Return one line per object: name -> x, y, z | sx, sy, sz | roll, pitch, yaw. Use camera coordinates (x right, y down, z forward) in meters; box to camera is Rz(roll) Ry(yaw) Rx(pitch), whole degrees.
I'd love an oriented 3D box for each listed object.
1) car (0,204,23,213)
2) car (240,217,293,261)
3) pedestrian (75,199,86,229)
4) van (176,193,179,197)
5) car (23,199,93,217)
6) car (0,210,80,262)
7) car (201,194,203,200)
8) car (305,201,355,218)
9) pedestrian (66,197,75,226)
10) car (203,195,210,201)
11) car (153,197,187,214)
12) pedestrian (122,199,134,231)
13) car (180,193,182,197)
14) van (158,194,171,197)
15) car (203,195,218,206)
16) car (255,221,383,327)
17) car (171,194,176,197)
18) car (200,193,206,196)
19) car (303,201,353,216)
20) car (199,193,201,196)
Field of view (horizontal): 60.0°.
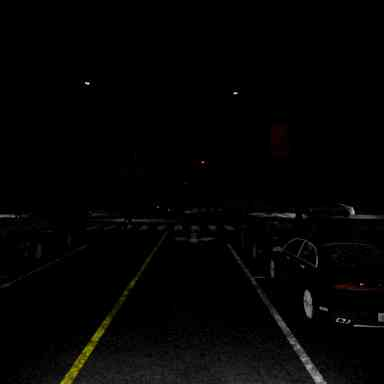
car -> -14.994, 1.361, 30.841 | 4.718, 1.301, 1.895 | 1, 0, -1
car -> 2.825, 1.552, 11.916 | 2.008, 1.369, 4.403 | 0, 0, 0
pedestrian -> -6.572, 1.297, 19.849 | 0.375, 1.860, 0.375 | 0, 0, 0
van -> -4.894, 1.372, 81.778 | 1.690, 1.788, 3.998 | 0, 0, 1
car -> -10.565, 1.323, 27.005 | 4.902, 1.511, 2.128 | 1, 0, 7
car -> -5.700, 1.552, 11.964 | 2.008, 1.369, 4.403 | 0, 0, 0
car -> 3.393, 1.572, 65.123 | 2.008, 1.369, 4.403 | 0, 0, 1
car -> 14.071, 1.816, 33.964 | 4.674, 1.442, 1.812 | 1, 0, 1
pedestrian -> -7.430, 1.188, 20.460 | 0.375, 1.860, 0.375 | 0, 0, 0
car -> 3.711, 1.559, 87.343 | 1.752, 1.417, 4.829 | 0, 0, 1
car -> -2.353, 1.566, 36.314 | 1.994, 1.385, 4.181 | 2, 0, 36
pedestrian -> -3.695, 1.297, 19.223 | 0.375, 1.860, 0.375 | 0, 0, 0
car -> -4.736, 1.352, 92.802 | 2.192, 1.841, 5.009 | 0, 0, 1
van -> -5.210, 1.360, 59.730 | 1.690, 1.788, 3.998 | 0, 0, 1
car -> 3.235, 1.566, 54.098 | 2.008, 1.369, 4.403 | 0, 0, 1
car -> 2.799, 1.551, 6.924 | 2.008, 1.369, 4.403 | 0, 0, 0
car -> -5.052, 1.590, 70.754 | 1.947, 1.339, 4.313 | 0, 0, 1
car -> 3.472, 1.339, 70.635 | 2.192, 1.841, 5.009 | 0, 0, 1
car -> 15.150, 1.821, 37.224 | 4.892, 1.490, 1.837 | 1, 0, 0
car -> 3.788, 1.477, 92.685 | 1.967, 1.590, 4.097 | 0, 0, 1
